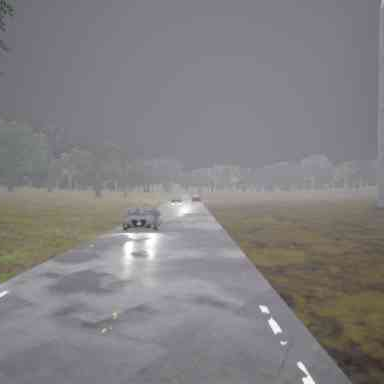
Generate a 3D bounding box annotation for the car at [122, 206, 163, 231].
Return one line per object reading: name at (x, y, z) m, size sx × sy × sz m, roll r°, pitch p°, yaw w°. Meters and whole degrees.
car at (-2.853, 1.509, 19.880) m, size 1.994 × 1.385 × 4.181 m, roll 0°, pitch 0°, yaw 0°

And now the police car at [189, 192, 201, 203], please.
police car at (0.808, 1.200, 63.938) m, size 1.930 × 1.638 × 5.238 m, roll 0°, pitch 0°, yaw 0°

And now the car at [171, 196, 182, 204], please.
car at (-2.799, 1.342, 60.455) m, size 2.033 × 1.411 × 5.357 m, roll 0°, pitch 0°, yaw 1°

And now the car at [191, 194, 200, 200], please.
car at (0.804, 1.160, 79.830) m, size 1.882 × 1.535 × 5.008 m, roll 0°, pitch 0°, yaw 0°

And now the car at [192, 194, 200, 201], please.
car at (0.806, 1.173, 74.018) m, size 1.801 × 1.575 × 5.366 m, roll 0°, pitch 0°, yaw 0°
